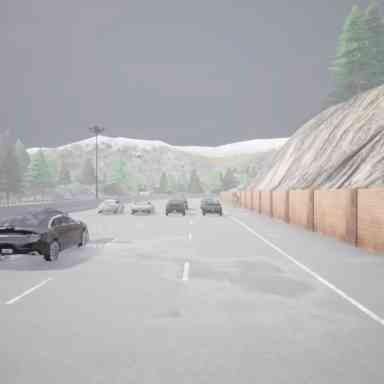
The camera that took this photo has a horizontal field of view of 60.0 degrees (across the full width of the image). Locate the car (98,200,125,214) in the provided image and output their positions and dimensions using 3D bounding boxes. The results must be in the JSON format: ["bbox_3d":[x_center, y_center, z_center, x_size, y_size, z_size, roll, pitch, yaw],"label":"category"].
[{"bbox_3d":[-8.545,1.526,35.332,1.812,1.442,4.674,0,0,1],"label":"car"}]

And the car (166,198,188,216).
[{"bbox_3d":[-1.570,1.505,32.931,1.837,1.490,4.892,0,0,0],"label":"car"}]

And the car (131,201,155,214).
[{"bbox_3d":[-5.048,1.600,34.890,1.895,1.301,4.718,0,0,1],"label":"car"}]

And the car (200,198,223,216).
[{"bbox_3d":[1.929,1.491,32.734,2.128,1.511,4.902,0,0,1],"label":"car"}]

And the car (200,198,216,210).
[{"bbox_3d":[2.036,1.525,43.182,1.812,1.442,4.674,0,0,1],"label":"car"}]

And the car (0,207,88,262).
[{"bbox_3d":[-5.290,1.491,12.039,2.128,1.511,4.902,0,0,1],"label":"car"}]
